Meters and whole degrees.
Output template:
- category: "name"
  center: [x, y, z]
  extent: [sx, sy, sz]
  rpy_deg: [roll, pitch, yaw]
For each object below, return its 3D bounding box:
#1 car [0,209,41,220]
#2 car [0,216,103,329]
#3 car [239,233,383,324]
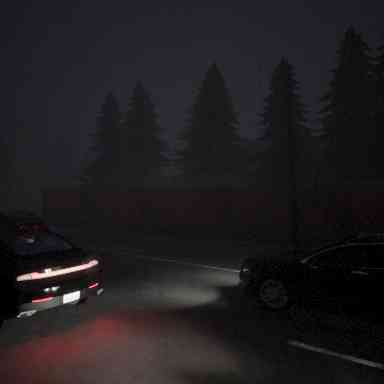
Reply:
- category: "car"
  center: [-8.004, 1.505, 14.055]
  extent: [4.892, 1.490, 1.837]
  rpy_deg: [0, 0, 36]
- category: "car"
  center: [-3.921, 1.492, 6.813]
  extent: [4.902, 1.511, 2.128]
  rpy_deg: [0, 0, 36]
- category: "car"
  center: [3.223, 1.506, 5.989]
  extent: [4.892, 1.490, 1.837]
  rpy_deg: [0, 0, 36]
